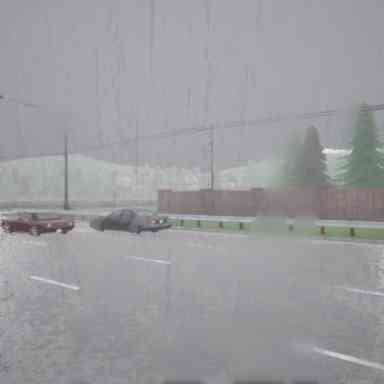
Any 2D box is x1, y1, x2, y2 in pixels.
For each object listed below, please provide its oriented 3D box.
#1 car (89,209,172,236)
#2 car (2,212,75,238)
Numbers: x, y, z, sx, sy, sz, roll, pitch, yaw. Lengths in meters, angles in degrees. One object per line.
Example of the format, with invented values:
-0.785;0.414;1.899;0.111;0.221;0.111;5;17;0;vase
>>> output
-3.710;1.690;19.541;5.357;1.411;2.033;-1;0;36;car
-8.837;1.781;18.900;4.718;1.301;1.895;-1;0;36;car
